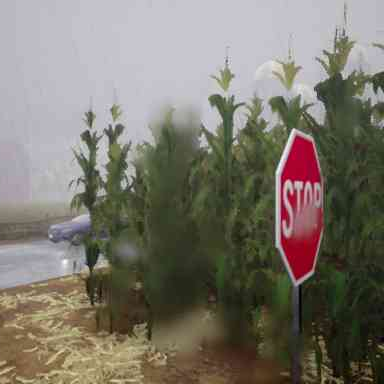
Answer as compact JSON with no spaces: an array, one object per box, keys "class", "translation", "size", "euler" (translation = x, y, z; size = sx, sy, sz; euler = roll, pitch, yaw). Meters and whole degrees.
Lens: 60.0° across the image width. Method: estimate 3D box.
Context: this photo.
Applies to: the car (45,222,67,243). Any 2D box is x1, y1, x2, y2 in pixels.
[{"class":"car","translation":[-4.951,1.725,16.757],"size":[1.812,1.442,4.674],"euler":[0,0,35]}]
